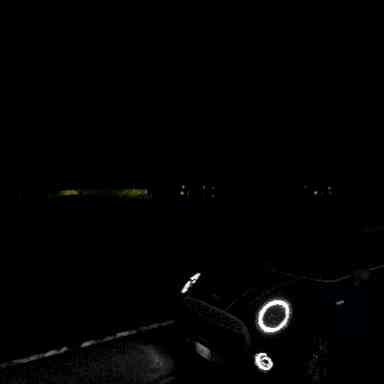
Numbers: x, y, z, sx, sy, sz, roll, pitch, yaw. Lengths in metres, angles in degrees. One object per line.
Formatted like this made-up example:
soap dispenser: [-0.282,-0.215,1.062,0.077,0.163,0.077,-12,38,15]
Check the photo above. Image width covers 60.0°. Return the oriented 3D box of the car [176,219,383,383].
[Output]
car: [1.974,1.359,5.366,4.553,1.767,2.097,0,0,-35]
